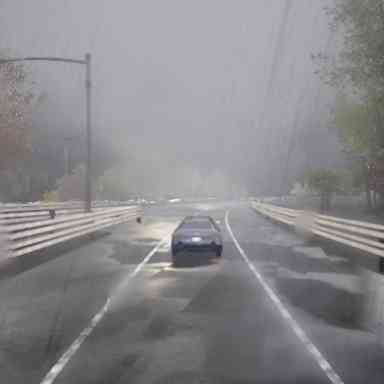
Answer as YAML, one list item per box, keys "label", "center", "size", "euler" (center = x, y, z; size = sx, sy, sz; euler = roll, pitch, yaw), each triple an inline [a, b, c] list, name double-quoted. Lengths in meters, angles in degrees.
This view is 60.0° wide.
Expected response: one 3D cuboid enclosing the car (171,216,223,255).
- label: "car"
  center: [0.253, 1.690, 13.961]
  size: [1.994, 1.385, 4.181]
  euler: [0, 0, 3]
